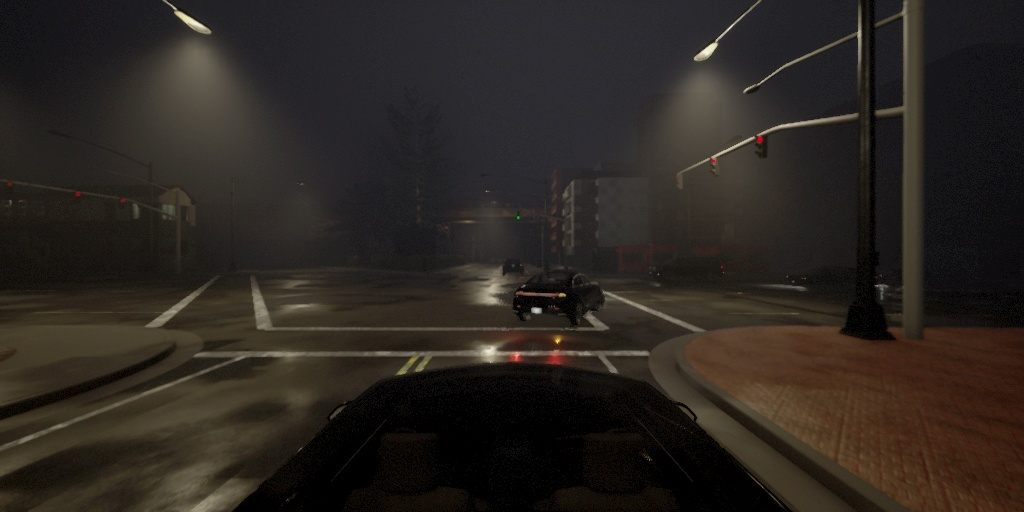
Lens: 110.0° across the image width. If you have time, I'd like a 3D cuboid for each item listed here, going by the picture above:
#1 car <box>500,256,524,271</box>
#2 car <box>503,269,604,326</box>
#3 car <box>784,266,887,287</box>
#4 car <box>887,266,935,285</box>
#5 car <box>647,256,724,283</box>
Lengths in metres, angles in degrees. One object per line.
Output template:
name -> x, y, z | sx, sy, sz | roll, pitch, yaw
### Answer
car -> 0.110, 0.980, 37.089 | 2.097, 1.767, 4.553 | 0, 0, 0
car -> 1.684, 1.236, 11.818 | 2.128, 1.511, 4.902 | 0, 0, 25
car -> 22.283, 1.433, 25.033 | 5.357, 1.411, 2.033 | 1, 0, 0
car -> 30.805, 1.523, 28.585 | 4.674, 1.442, 1.812 | 1, 0, -1
car -> 13.756, 0.993, 28.467 | 5.566, 2.045, 2.150 | 1, 0, 0
